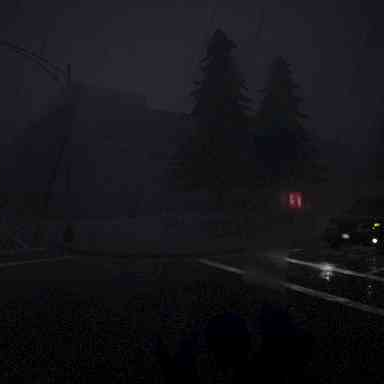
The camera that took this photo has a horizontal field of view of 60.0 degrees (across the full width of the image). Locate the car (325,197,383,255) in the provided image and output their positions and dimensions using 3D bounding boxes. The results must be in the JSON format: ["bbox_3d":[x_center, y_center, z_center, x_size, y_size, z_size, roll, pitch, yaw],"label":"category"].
[{"bbox_3d":[7.795,1.248,13.692,5.566,2.045,2.150,0,0,-36],"label":"car"}]
